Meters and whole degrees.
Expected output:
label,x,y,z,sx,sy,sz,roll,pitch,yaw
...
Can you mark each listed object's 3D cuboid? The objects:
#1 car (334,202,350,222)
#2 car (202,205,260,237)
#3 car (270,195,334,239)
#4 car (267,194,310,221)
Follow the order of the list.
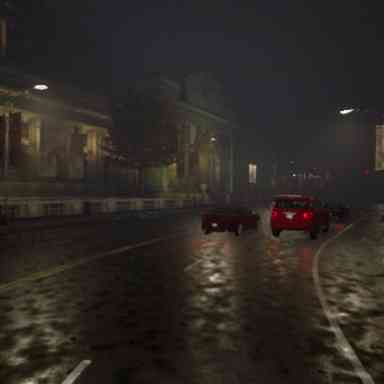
label,x,y,z,sx,sy,sz,roll,pitch,yaw
car,11.614,1.529,27.129,1.882,1.535,5.008,0,0,32
car,2.298,1.471,18.387,1.882,1.535,5.008,0,0,29
car,5.881,1.241,17.787,2.150,2.045,5.566,0,0,30
car,8.475,1.248,28.719,2.150,2.045,5.566,0,0,32
